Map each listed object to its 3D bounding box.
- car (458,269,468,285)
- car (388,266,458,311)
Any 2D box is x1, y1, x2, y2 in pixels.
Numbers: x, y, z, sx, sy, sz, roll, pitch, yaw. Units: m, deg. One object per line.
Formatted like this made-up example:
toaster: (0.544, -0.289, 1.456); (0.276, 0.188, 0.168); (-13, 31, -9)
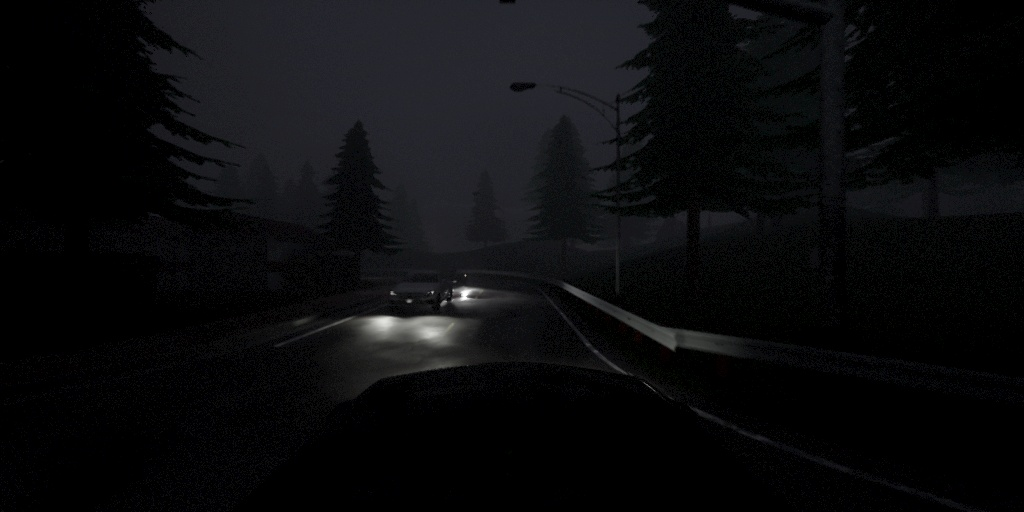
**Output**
car: (-4.648, 1.426, 26.415); (1.895, 1.301, 4.718); (0, 0, -21)
car: (-3.607, 1.311, 14.846); (1.812, 1.442, 4.674); (0, 0, -1)
